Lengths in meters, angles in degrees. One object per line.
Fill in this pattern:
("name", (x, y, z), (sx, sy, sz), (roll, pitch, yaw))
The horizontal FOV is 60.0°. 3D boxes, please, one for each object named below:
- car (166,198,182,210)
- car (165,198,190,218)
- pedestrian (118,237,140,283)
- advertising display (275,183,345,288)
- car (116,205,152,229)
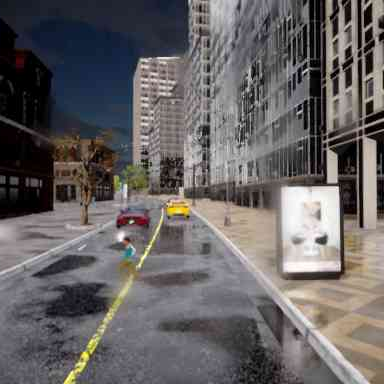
("car", (-2.310, 1.499, 42.324), (1.812, 1.442, 4.674), (0, 0, -5))
("car", (-1.272, 1.461, 30.332), (1.882, 1.535, 5.008), (0, 0, -4))
("pedestrian", (-1.528, 1.670, 8.197), (0.500, 1.100, 0.500), (1, -1, -5))
("advertising display", (2.825, 1.023, 7.994), (1.540, 2.440, 0.280), (-1, -1, -2))
("car", (-3.631, 1.551, 21.451), (1.994, 1.385, 4.181), (0, 0, -3))
